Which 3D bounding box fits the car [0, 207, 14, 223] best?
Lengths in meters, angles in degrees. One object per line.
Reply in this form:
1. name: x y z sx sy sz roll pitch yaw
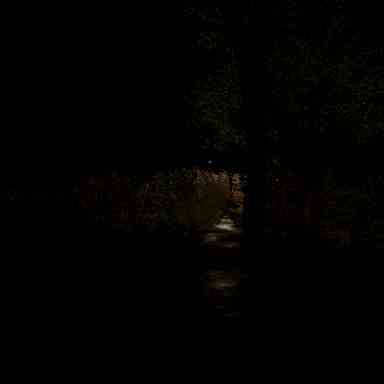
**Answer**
1. car: -17.414 1.843 27.369 1.882 1.535 5.008 -1 -1 40
